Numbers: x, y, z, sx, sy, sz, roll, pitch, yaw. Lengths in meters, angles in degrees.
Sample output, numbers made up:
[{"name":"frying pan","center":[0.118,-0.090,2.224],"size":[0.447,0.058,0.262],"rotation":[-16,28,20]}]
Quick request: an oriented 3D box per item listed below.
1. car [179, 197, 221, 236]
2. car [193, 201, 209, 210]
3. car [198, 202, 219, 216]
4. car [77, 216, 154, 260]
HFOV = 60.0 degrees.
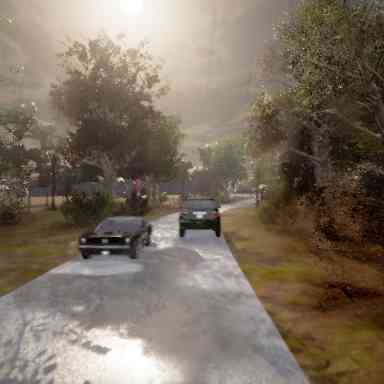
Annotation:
[{"name":"car","center":[0.481,1.293,18.868],"size":[2.150,2.045,5.566],"rotation":[0,0,2]},{"name":"car","center":[1.532,2.164,54.489],"size":[1.994,1.385,4.181],"rotation":[0,-1,11]},{"name":"car","center":[1.882,1.837,36.848],"size":[1.994,1.385,4.181],"rotation":[0,-1,6]},{"name":"car","center":[-2.697,1.635,12.747],"size":[1.895,1.301,4.718],"rotation":[0,0,2]}]
